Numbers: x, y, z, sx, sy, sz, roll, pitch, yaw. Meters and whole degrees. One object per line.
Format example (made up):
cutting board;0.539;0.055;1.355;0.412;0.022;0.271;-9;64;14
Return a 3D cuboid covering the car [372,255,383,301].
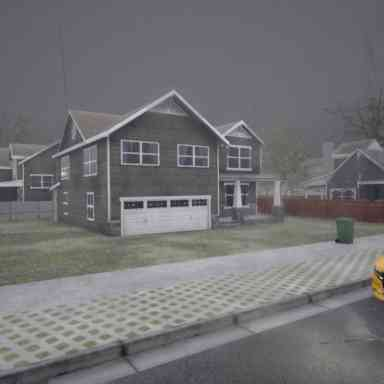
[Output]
car;5.839;1.476;6.973;5.008;1.535;1.882;0;0;-31
